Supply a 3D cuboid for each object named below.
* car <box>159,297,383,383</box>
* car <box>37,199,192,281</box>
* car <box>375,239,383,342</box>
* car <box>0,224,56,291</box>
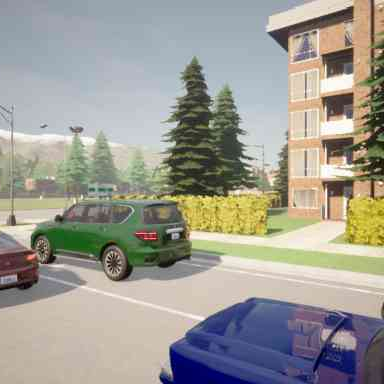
[{"bbox_3d":[2.036,1.601,2.543,4.718,1.301,1.895,0,0,35],"label":"car"},{"bbox_3d":[-2.599,1.221,10.083,5.566,2.045,2.150,0,0,36],"label":"car"},{"bbox_3d":[5.073,1.564,4.678,4.181,1.385,1.994,0,0,35],"label":"car"},{"bbox_3d":[-5.403,1.526,7.790,4.674,1.442,1.812,0,0,36],"label":"car"}]
